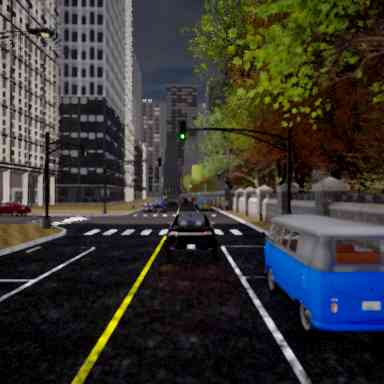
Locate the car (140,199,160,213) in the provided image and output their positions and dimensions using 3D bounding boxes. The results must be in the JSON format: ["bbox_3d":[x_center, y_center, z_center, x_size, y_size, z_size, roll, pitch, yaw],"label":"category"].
[{"bbox_3d":[-5.824,1.985,44.231,2.008,1.369,4.403,0,-1,-1],"label":"car"}]

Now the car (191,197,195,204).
[{"bbox_3d":[1.201,2.222,72.485,1.752,1.417,4.829,0,-1,-2],"label":"car"}]

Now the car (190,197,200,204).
[{"bbox_3d":[0.759,2.111,83.405,2.192,1.841,5.009,0,-1,-3],"label":"car"}]

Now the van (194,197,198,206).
[{"bbox_3d":[1.760,1.883,55.693,1.690,1.788,3.998,0,-1,-2],"label":"van"}]

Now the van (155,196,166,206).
[{"bbox_3d":[-6.610,1.983,66.404,1.690,1.788,3.998,0,-1,-2],"label":"van"}]

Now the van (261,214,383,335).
[{"bbox_3d":[2.557,1.409,6.608,1.690,1.788,3.998,0,-1,0],"label":"van"}]

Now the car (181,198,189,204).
[{"bbox_3d":[-1.880,2.183,85.051,2.033,1.411,5.357,0,-1,-3],"label":"car"}]

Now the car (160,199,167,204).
[{"bbox_3d":[-7.507,2.424,88.575,1.802,1.307,4.206,0,-1,-3],"label":"car"}]

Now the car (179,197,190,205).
[{"bbox_3d":[-1.463,2.237,75.045,1.812,1.442,4.674,0,-1,-2],"label":"car"}]

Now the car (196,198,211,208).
[{"bbox_3d":[1.909,2.017,50.319,1.752,1.417,4.829,0,-1,-2],"label":"car"}]

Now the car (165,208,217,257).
[{"bbox_3d":[-0.020,1.630,13.547,2.128,1.511,4.902,0,0,0],"label":"car"}]

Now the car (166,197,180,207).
[{"bbox_3d":[-3.930,2.247,67.264,1.895,1.301,4.718,0,-1,-2],"label":"car"}]

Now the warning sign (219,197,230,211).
[{"bbox_3d":[4.421,1.557,45.084,1.300,1.860,1.060,0,0,-1],"label":"warning sign"}]

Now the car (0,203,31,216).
[{"bbox_3d":[-18.214,1.710,32.977,4.206,1.307,1.802,1,-1,3],"label":"car"}]
